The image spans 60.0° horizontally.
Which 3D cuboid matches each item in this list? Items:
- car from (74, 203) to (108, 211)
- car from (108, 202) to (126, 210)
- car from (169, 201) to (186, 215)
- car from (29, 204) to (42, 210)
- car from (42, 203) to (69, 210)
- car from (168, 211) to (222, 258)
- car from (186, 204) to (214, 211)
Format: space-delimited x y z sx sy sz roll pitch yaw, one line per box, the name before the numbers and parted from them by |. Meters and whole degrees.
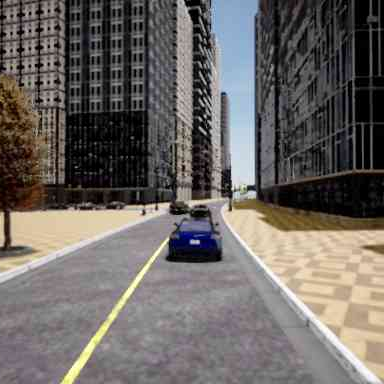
car | -15.880 2.310 51.183 4.403 1.369 2.008 -1 0 13
car | -13.998 2.425 59.348 4.403 1.369 2.008 -1 0 13
car | -1.522 1.862 39.534 1.882 1.535 5.008 0 -1 5
car | -30.440 2.778 63.135 4.313 1.339 1.947 -1 0 13
car | -24.959 2.665 61.873 4.313 1.339 1.947 -1 0 13
car | 0.177 1.702 13.400 1.994 1.385 4.181 0 0 2
car | 0.788 1.789 28.380 1.837 1.490 4.892 0 0 4
